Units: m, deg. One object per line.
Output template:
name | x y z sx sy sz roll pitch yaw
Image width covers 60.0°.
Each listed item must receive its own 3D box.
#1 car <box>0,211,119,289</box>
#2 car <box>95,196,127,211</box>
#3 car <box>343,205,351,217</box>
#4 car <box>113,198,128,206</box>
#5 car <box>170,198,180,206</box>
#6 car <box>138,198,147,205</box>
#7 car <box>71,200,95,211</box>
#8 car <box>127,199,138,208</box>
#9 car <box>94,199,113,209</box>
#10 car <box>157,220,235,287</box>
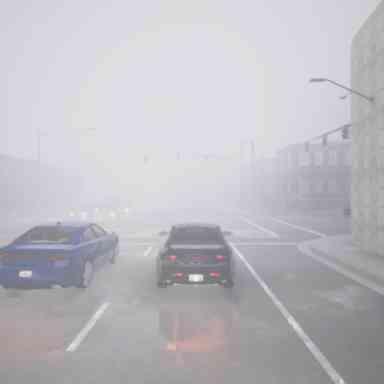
car | -3.407 1.535 9.320 1.882 1.535 5.008 0 0 0
car | -10.536 1.490 43.638 2.150 2.045 5.566 0 0 0
car | 14.953 1.184 27.126 5.008 1.535 1.882 -5 0 0
car | -13.933 1.926 65.125 1.812 1.442 4.674 0 0 1
car | -3.309 1.882 65.572 1.882 1.535 5.008 0 0 0
car | -10.407 1.897 68.256 1.882 1.535 5.008 0 0 0
car | -14.030 1.790 42.945 1.812 1.442 4.674 0 0 0
car | -10.517 1.821 53.602 2.128 1.511 4.902 0 0 0
car | -14.018 1.889 52.901 1.994 1.385 4.181 0 0 0
car | 0.097 1.566 9.465 1.837 1.490 4.892 0 0 0
